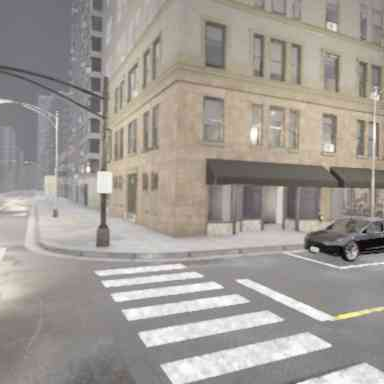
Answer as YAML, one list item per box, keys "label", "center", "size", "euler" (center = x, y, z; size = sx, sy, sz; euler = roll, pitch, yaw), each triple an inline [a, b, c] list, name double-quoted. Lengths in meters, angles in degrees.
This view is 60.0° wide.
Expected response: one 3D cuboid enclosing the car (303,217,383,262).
- label: "car"
  center: [6.071, 1.582, 12.029]
  size: [4.313, 1.339, 1.947]
  euler: [1, 1, -25]
